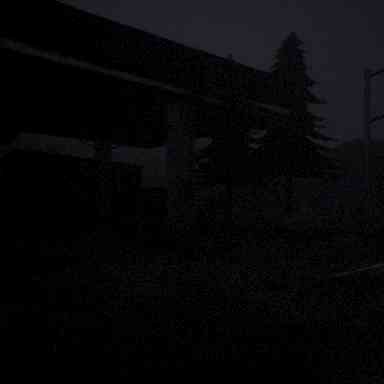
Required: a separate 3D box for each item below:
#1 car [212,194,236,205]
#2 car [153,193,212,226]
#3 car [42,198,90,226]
[{"bbox_3d":[3.293,0.925,40.949,1.895,1.301,4.718,0,1,-32],"label":"car"},{"bbox_3d":[-0.879,1.049,20.384,1.905,1.878,3.866,0,1,-33],"label":"car"},{"bbox_3d":[-7.993,1.158,20.908,2.242,1.667,4.611,0,1,-33],"label":"car"}]
